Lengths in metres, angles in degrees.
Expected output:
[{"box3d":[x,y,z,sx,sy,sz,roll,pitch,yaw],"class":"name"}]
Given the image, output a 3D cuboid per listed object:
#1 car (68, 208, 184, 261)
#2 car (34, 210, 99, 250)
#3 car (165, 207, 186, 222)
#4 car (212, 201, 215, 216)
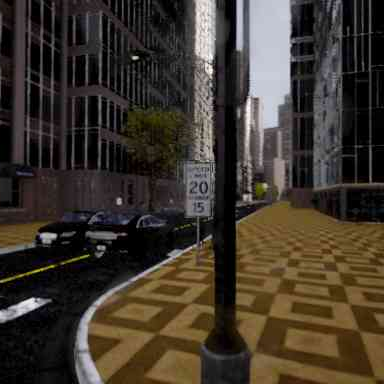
[{"box3d":[-2.152,1.543,12.570,2.128,1.511,4.902,0,-1,15],"class":"car"},{"box3d":[-4.604,1.555,14.401,2.128,1.511,4.902,0,-1,16],"class":"car"},{"box3d":[-1.874,1.803,24.318,1.895,1.301,4.718,0,-1,15],"class":"car"},{"box3d":[0.948,1.575,34.523,2.150,2.045,5.566,0,-1,16],"class":"car"}]
